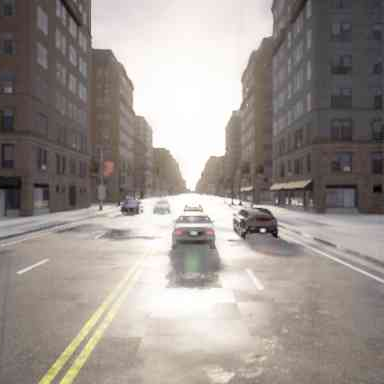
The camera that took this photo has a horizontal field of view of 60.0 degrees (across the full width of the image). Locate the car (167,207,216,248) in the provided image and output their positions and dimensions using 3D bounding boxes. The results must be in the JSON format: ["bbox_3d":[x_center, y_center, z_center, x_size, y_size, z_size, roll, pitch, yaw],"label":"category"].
[{"bbox_3d":[0.084,1.601,14.942,2.033,1.411,5.357,0,0,0],"label":"car"}]

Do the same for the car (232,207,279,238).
[{"bbox_3d":[3.355,1.570,18.152,1.837,1.490,4.892,0,0,0],"label":"car"}]

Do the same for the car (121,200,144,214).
[{"bbox_3d":[-6.572,1.606,36.857,1.882,1.535,5.008,0,0,0],"label":"car"}]

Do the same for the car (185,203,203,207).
[{"bbox_3d":[0.113,1.714,32.518,1.895,1.301,4.718,0,0,0],"label":"car"}]

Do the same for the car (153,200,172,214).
[{"bbox_3d":[-3.318,1.657,37.734,1.812,1.442,4.674,0,0,0],"label":"car"}]
